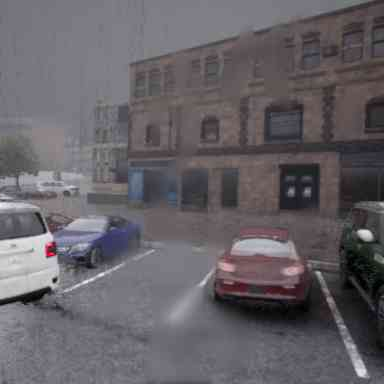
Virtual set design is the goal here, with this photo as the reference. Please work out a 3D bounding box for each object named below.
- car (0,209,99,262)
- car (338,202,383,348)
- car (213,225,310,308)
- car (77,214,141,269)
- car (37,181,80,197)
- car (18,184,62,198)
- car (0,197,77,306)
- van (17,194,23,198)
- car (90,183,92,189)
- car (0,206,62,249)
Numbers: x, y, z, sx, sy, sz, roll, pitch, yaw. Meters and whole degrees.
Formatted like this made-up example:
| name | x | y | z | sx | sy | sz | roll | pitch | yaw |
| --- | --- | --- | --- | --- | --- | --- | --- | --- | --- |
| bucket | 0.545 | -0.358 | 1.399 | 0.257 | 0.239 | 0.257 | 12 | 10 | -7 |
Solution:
| name | x | y | z | sx | sy | sz | roll | pitch | yaw |
| --- | --- | --- | --- | --- | --- | --- | --- | --- | --- |
| car | -5.761 | 1.501 | 13.008 | 2.002 | 1.452 | 4.674 | 0 | -1 | 14 |
| car | 4.178 | 1.227 | 6.104 | 2.435 | 2.045 | 5.566 | 1 | -1 | 15 |
| car | 1.704 | 1.514 | 7.872 | 2.002 | 1.452 | 4.674 | 0 | -1 | 15 |
| car | -3.256 | 1.506 | 11.314 | 2.002 | 1.452 | 4.674 | 1 | -1 | 14 |
| car | -17.397 | -0.420 | 43.079 | 5.566 | 2.045 | 2.435 | 1 | 6 | 8 |
| car | -18.809 | 0.158 | 40.441 | 4.674 | 1.452 | 2.002 | 1 | 6 | 7 |
| car | -5.081 | 1.209 | 6.875 | 5.566 | 2.045 | 2.150 | 0 | 0 | 34 |
| van | -10.805 | 1.225 | 16.251 | 1.878 | 1.987 | 4.442 | 1 | -1 | 13 |
| car | -13.249 | -1.032 | 51.106 | 4.892 | 1.521 | 2.231 | 1 | 6 | 8 |
| car | -8.261 | 1.458 | 14.700 | 2.231 | 1.521 | 4.892 | 1 | -1 | 13 |
